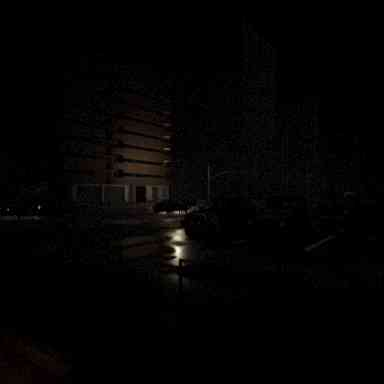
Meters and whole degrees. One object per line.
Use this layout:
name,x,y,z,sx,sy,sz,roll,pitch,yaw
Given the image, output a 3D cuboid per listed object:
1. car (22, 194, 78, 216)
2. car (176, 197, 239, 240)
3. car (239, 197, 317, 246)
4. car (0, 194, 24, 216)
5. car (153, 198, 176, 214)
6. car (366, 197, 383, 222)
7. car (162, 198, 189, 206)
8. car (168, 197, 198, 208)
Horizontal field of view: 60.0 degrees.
car,-13.317,1.343,31.966,2.097,1.767,4.553,0,0,34
car,1.471,1.151,16.051,1.932,1.855,4.605,0,0,34
car,3.839,1.155,14.386,1.905,1.878,3.866,0,0,34
car,-16.457,1.211,33.573,2.150,2.045,5.566,0,0,34
car,-2.215,1.519,35.607,1.812,1.442,4.674,0,0,34
car,15.862,1.395,27.342,1.970,1.475,3.806,0,0,34
car,-2.665,1.591,54.018,1.895,1.301,4.718,0,0,34
car,-1.232,1.468,49.912,1.882,1.535,5.008,0,0,34
